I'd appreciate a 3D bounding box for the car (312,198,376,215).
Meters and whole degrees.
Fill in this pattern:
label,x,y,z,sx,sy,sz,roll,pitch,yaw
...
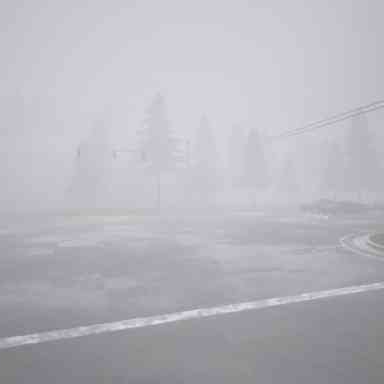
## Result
label,x,y,z,sx,sy,sz,roll,pitch,yaw
car,15.173,1.549,33.256,5.357,1.411,2.033,0,0,-17

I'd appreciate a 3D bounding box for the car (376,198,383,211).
label,x,y,z,sx,sy,sz,roll,pitch,yaw
car,23.193,1.490,39.277,4.902,1.511,2.128,0,0,-16

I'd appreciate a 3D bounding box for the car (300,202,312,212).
label,x,y,z,sx,sy,sz,roll,pitch,yaw
car,14.310,1.481,36.643,5.008,1.535,1.882,0,0,-17
